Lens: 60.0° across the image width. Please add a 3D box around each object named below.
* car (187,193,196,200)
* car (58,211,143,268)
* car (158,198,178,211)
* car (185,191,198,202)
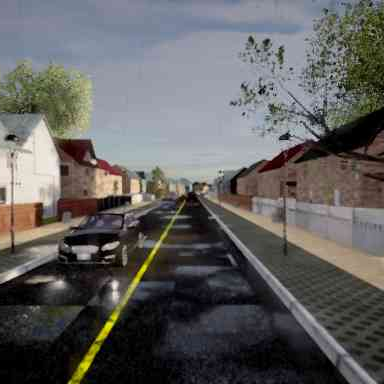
[{"bbox_3d":[-0.100,0.989,74.236,1.882,1.535,5.008,0,0,0],"label":"car"},{"bbox_3d":[-2.851,1.439,11.257,2.128,1.511,4.902,0,0,0],"label":"car"},{"bbox_3d":[-2.800,1.388,38.285,1.812,1.442,4.674,0,0,0],"label":"car"},{"bbox_3d":[-0.085,0.912,63.507,2.150,2.045,5.566,0,0,0],"label":"car"}]
